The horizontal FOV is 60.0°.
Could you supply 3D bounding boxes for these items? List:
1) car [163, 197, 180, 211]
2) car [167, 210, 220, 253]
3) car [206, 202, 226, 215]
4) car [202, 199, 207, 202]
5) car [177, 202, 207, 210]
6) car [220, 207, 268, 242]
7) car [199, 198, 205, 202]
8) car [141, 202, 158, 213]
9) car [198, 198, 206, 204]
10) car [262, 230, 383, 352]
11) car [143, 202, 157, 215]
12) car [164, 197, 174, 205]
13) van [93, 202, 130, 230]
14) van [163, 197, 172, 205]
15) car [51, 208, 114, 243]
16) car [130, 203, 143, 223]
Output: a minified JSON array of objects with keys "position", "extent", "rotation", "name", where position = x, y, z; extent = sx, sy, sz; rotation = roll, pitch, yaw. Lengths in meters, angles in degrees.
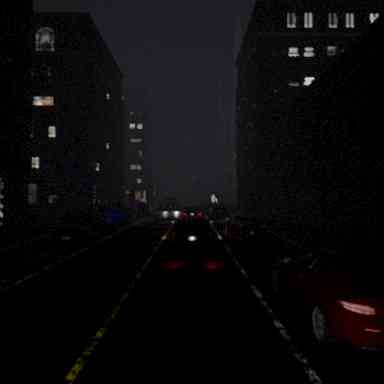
[{"position":[-2.983,1.708,49.700],"extent":[2.150,2.045,5.566],"rotation":[0,-1,0],"name":"car"},{"position":[0.010,1.707,14.298],"extent":[1.994,1.385,4.181],"rotation":[0,-1,0],"name":"car"},{"position":[2.710,1.905,33.756],"extent":[1.947,1.339,4.313],"rotation":[0,-1,0],"name":"car"},{"position":[2.714,2.018,44.803],"extent":[1.947,1.339,4.313],"rotation":[0,-1,0],"name":"car"},{"position":[0.012,1.838,28.988],"extent":[2.033,1.411,5.357],"rotation":[0,-1,0],"name":"car"},{"position":[2.704,1.717,17.186],"extent":[1.887,1.381,4.507],"rotation":[0,-1,0],"name":"car"},{"position":[2.725,2.376,77.206],"extent":[1.802,1.307,4.206],"rotation":[0,-1,0],"name":"car"},{"position":[-5.667,2.033,44.817],"extent":[1.802,1.307,4.206],"rotation":[0,-1,0],"name":"car"},{"position":[2.730,2.354,88.263],"extent":[1.967,1.590,4.097],"rotation":[0,-1,0],"name":"car"},{"position":[2.700,1.644,6.140],"extent":[1.802,1.307,4.206],"rotation":[0,-1,0],"name":"car"},{"position":[-5.669,1.960,39.294],"extent":[1.947,1.339,4.313],"rotation":[0,-1,0],"name":"car"},{"position":[-5.652,2.169,82.740],"extent":[2.192,1.841,5.009],"rotation":[0,-1,0],"name":"car"},{"position":[-5.673,1.568,22.727],"extent":[1.690,1.788,3.998],"rotation":[0,-1,0],"name":"van"},{"position":[-5.654,2.135,77.213],"extent":[1.690,1.788,3.998],"rotation":[0,-1,0],"name":"van"},{"position":[-5.677,1.737,17.201],"extent":[1.947,1.339,4.313],"rotation":[0,-1,0],"name":"car"},{"position":[-5.673,1.827,28.248],"extent":[1.887,1.381,4.507],"rotation":[0,-1,0],"name":"car"}]
